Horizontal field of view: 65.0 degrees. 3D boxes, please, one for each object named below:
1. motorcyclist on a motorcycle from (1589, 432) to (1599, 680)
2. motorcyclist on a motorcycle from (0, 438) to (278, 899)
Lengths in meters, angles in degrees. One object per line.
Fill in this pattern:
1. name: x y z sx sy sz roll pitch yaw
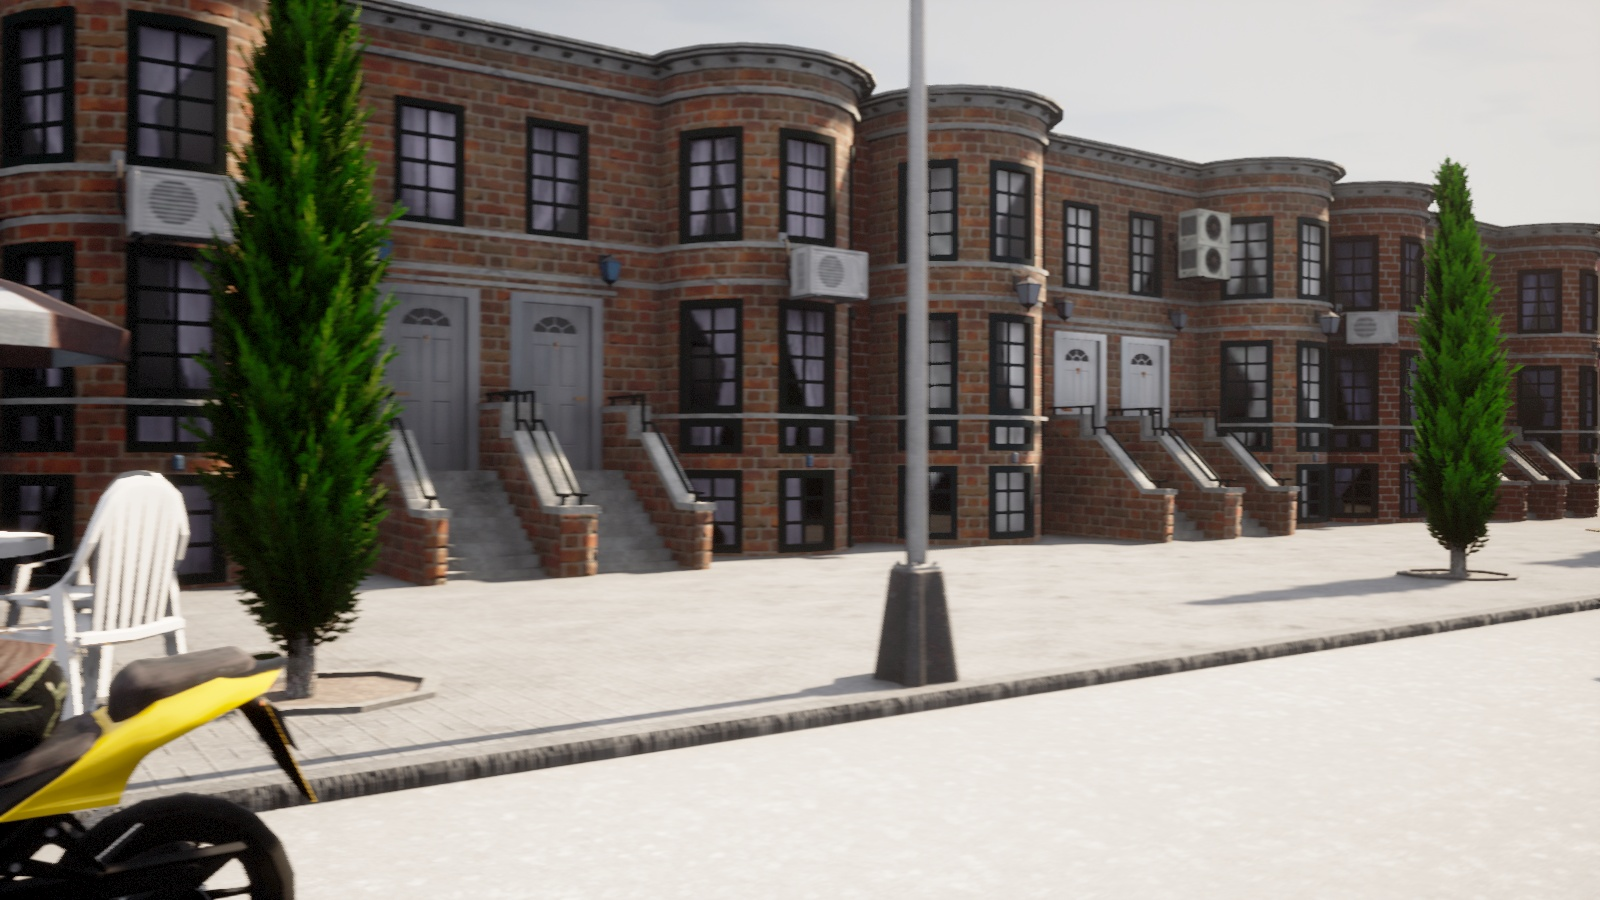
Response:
1. motorcyclist on a motorcycle: 6.483 0.703 8.781 2.350 1.649 0.766 0 0 -35
2. motorcyclist on a motorcycle: -2.286 0.738 2.676 2.044 1.523 0.797 0 0 -35
